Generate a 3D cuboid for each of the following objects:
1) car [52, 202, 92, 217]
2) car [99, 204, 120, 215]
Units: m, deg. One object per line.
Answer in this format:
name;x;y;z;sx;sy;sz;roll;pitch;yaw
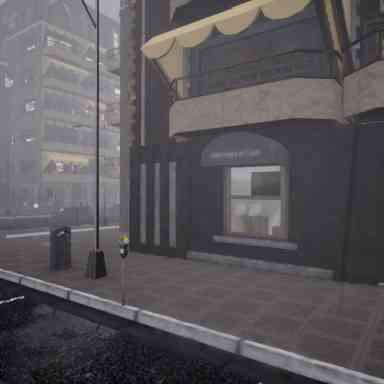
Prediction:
car;-12.690;1.821;35.246;1.967;1.590;4.097;-1;-1;35
car;-9.407;2.063;39.871;1.802;1.307;4.206;-1;-1;35
